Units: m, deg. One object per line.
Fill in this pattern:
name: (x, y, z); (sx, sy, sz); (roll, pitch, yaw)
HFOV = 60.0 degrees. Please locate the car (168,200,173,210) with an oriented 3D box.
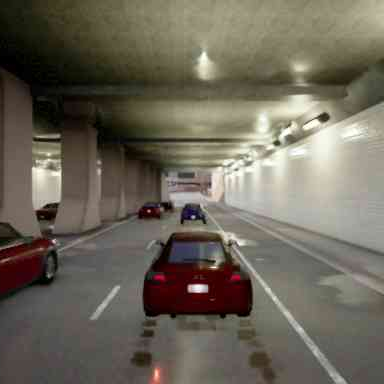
car: (-3.508, 1.666, 44.499); (1.895, 1.301, 4.718); (0, 0, 1)

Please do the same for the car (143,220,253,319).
car: (0.100, 1.575, 7.526); (1.994, 1.385, 4.181); (0, 0, 0)

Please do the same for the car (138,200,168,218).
car: (-3.626, 1.609, 30.376); (1.994, 1.385, 4.181); (0, 0, 1)

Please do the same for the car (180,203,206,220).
car: (0.091, 1.562, 25.269); (1.812, 1.442, 4.674); (0, 0, 0)

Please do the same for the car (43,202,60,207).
car: (-10.607, 1.520, 26.082); (1.882, 1.535, 5.008); (0, 0, 0)

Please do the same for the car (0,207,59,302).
car: (-4.553, 1.363, 6.911); (2.097, 1.767, 4.553); (0, 0, 0)
